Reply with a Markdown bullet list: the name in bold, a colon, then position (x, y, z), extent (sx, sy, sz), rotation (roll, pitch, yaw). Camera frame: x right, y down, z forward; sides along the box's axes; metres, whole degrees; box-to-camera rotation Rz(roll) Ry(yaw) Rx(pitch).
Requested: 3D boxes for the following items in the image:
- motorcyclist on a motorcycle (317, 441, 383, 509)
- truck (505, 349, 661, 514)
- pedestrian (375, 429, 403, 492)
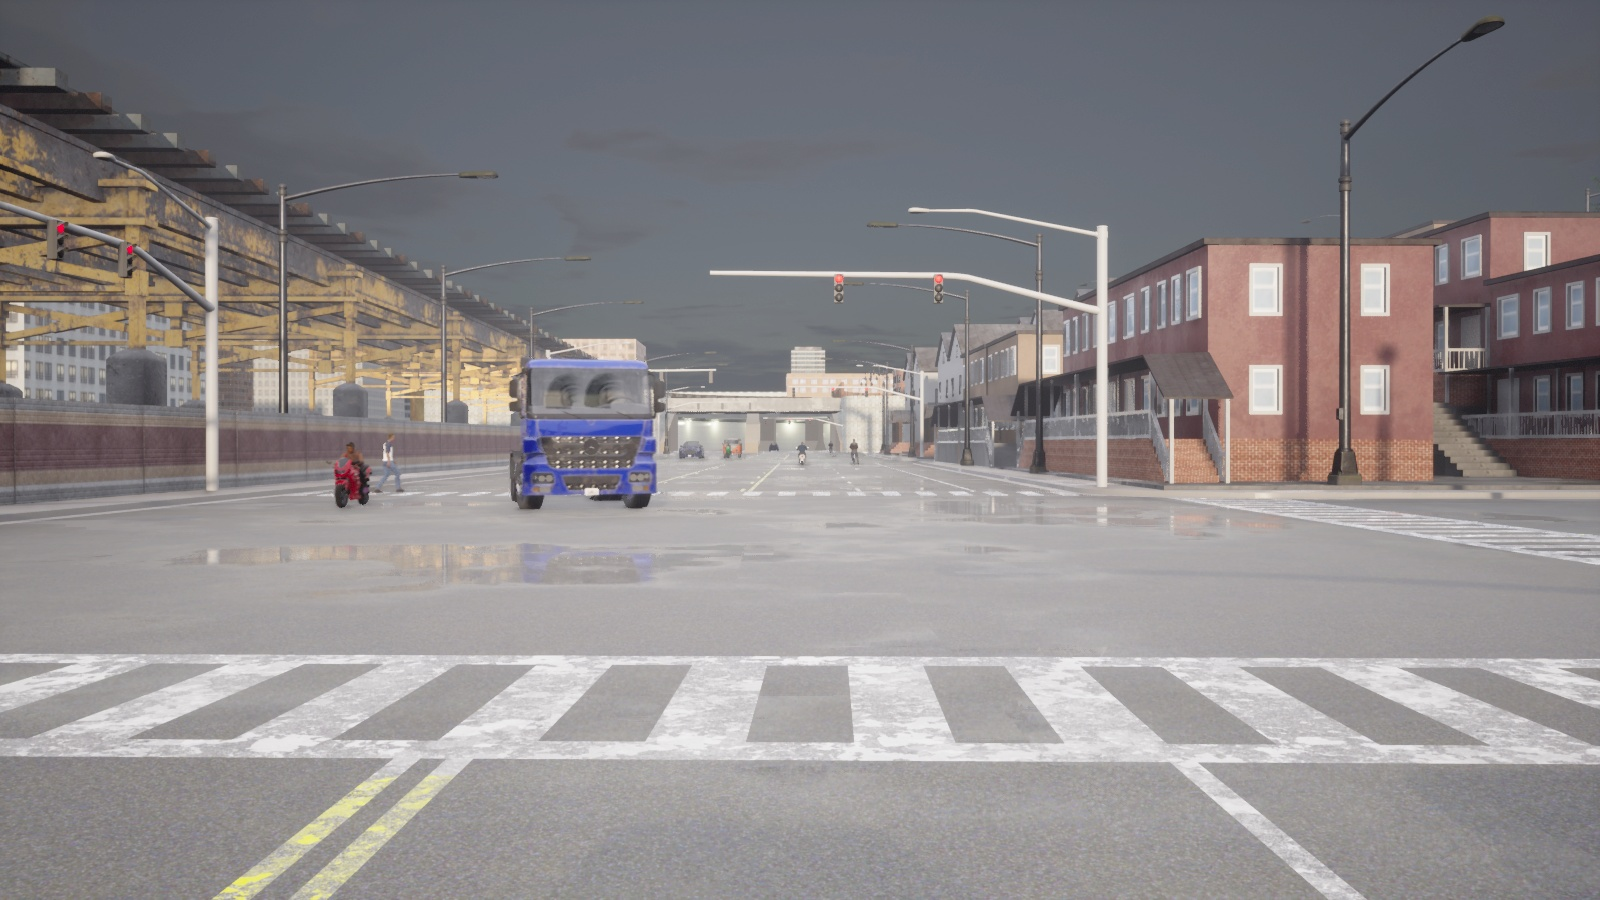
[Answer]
- **motorcyclist on a motorcycle**: position (-10.437, 0.555, 29.190), extent (0.797, 1.523, 2.044), rotation (0, 0, 0)
- **truck**: position (-5.477, -0.412, 30.494), extent (2.891, 3.462, 7.936), rotation (0, 0, -16)
- **pedestrian**: position (-12.114, 0.313, 37.008), extent (0.706, 1.836, 0.354), rotation (0, 0, -32)
